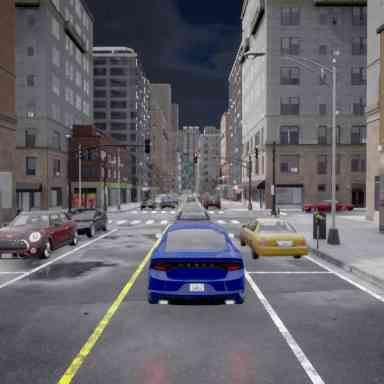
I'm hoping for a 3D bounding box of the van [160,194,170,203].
[{"bbox_3d":[-5.835,1.400,72.529,1.690,1.788,3.998,-1,0,0],"label":"van"}]

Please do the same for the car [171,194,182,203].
[{"bbox_3d":[-3.149,1.410,69.304,2.097,1.767,4.553,0,0,0],"label":"car"}]

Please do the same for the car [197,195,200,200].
[{"bbox_3d":[2.707,1.370,66.961,2.192,1.841,5.009,-1,0,0],"label":"car"}]

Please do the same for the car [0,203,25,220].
[{"bbox_3d":[-17.421,1.744,29.516,4.181,1.385,1.994,-1,1,0],"label":"car"}]

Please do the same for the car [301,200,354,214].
[{"bbox_3d":[13.289,1.457,32.882,4.718,1.301,1.895,-1,1,-1],"label":"car"}]

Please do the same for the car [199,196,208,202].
[{"bbox_3d":[2.688,1.587,78.303,1.752,1.417,4.829,-1,0,0],"label":"car"}]

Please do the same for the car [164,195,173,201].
[{"bbox_3d":[-5.858,1.505,83.700,1.967,1.590,4.097,-1,0,0],"label":"car"}]

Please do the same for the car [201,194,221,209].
[{"bbox_3d":[2.750,1.349,44.617,2.192,1.841,5.009,-1,0,0],"label":"car"}]

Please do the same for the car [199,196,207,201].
[{"bbox_3d":[2.678,1.631,83.718,1.947,1.339,4.313,-1,0,0],"label":"car"}]

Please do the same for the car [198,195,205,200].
[{"bbox_3d":[2.657,1.621,94.890,2.008,1.369,4.403,-1,0,0],"label":"car"}]

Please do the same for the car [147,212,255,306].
[{"bbox_3d":[0.079,1.478,8.152,1.882,1.535,5.008,0,0,0],"label":"car"}]

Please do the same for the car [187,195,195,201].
[{"bbox_3d":[-0.182,1.534,84.497,1.895,1.301,4.718,0,0,0],"label":"car"}]

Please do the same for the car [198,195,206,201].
[{"bbox_3d":[2.668,1.633,89.304,1.947,1.339,4.313,-1,0,0],"label":"car"}]

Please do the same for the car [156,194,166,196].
[{"bbox_3d":[-5.797,1.571,55.601,1.752,1.417,4.829,-1,0,0],"label":"car"}]

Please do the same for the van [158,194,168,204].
[{"bbox_3d":[-5.823,1.396,66.943,1.690,1.788,3.998,-1,0,0],"label":"van"}]

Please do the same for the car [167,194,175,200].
[{"bbox_3d":[-5.882,1.510,94.871,1.967,1.590,4.097,-1,0,0],"label":"car"}]

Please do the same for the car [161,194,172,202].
[{"bbox_3d":[-5.847,1.377,78.115,2.192,1.841,5.009,-1,0,0],"label":"car"}]

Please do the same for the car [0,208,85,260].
[{"bbox_3d":[-5.704,1.441,12.230,1.967,1.590,4.097,-1,0,0],"label":"car"}]

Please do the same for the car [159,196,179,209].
[{"bbox_3d":[-3.193,1.582,45.347,2.033,1.411,5.357,0,0,0],"label":"car"}]

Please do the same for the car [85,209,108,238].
[{"bbox_3d":[-5.715,1.570,17.726,1.947,1.339,4.313,-1,0,0],"label":"car"}]

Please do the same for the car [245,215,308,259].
[{"bbox_3d":[2.821,1.527,12.419,1.752,1.417,4.829,-1,0,0],"label":"car"}]

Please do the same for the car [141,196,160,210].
[{"bbox_3d":[-5.773,1.600,44.599,1.947,1.339,4.313,-1,0,0],"label":"car"}]

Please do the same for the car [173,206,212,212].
[{"bbox_3d":[0.063,1.605,17.515,1.895,1.301,4.718,0,0,0],"label":"car"}]

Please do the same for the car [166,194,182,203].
[{"bbox_3d":[-3.203,1.551,56.895,1.837,1.490,4.892,0,0,0],"label":"car"}]

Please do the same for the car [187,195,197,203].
[{"bbox_3d":[-0.159,1.577,74.045,2.128,1.511,4.902,0,0,0],"label":"car"}]
